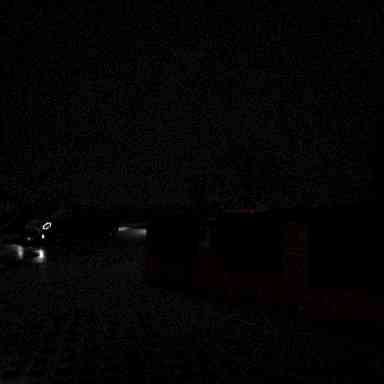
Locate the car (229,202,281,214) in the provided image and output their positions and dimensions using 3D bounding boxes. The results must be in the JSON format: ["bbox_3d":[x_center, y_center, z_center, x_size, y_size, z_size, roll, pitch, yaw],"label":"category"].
[{"bbox_3d":[5.231,1.659,27.142,2.097,1.767,4.553,-1,-1,35],"label":"car"}]

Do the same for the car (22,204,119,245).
[{"bbox_3d":[-5.889,1.505,16.492,2.097,1.767,4.553,0,-1,35],"label":"car"}]

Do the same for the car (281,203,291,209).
[{"bbox_3d":[10.203,2.032,39.228,1.994,1.385,4.181,-1,-1,35],"label":"car"}]

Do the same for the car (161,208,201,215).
[{"bbox_3d":[-0.874,1.819,23.591,1.994,1.385,4.181,0,-1,35],"label":"car"}]

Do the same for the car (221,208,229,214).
[{"bbox_3d":[4.458,1.864,31.131,1.837,1.490,4.892,-1,-1,35],"label":"car"}]
